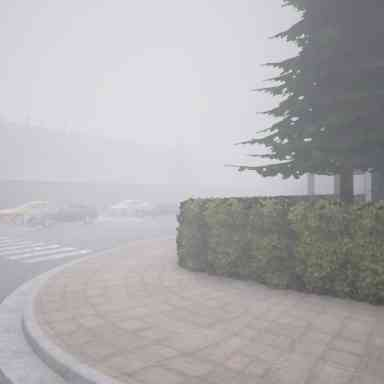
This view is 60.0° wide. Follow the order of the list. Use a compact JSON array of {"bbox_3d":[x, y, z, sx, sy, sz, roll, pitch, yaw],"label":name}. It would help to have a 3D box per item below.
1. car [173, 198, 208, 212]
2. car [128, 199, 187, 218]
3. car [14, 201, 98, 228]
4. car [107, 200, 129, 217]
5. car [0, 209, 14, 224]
[{"bbox_3d":[-0.130,1.506,39.352,1.994,1.385,4.181,0,0,37],"label":"car"},{"bbox_3d":[-2.779,1.489,29.627,2.033,1.411,5.357,0,0,35],"label":"car"},{"bbox_3d":[-8.434,1.434,21.689,2.128,1.511,4.902,0,0,35],"label":"car"},{"bbox_3d":[-5.853,1.467,31.319,1.812,1.442,4.674,0,0,35],"label":"car"},{"bbox_3d":[-11.225,1.419,23.795,1.882,1.535,5.008,0,0,35],"label":"car"}]
